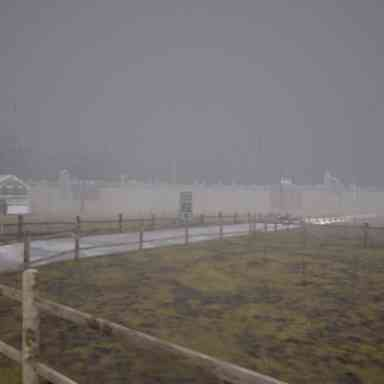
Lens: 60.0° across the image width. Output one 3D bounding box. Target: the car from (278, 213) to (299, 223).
[{"bbox_3d":[14.495,3.842,49.674,1.895,1.301,4.718,0,-2,35],"label":"car"}]
